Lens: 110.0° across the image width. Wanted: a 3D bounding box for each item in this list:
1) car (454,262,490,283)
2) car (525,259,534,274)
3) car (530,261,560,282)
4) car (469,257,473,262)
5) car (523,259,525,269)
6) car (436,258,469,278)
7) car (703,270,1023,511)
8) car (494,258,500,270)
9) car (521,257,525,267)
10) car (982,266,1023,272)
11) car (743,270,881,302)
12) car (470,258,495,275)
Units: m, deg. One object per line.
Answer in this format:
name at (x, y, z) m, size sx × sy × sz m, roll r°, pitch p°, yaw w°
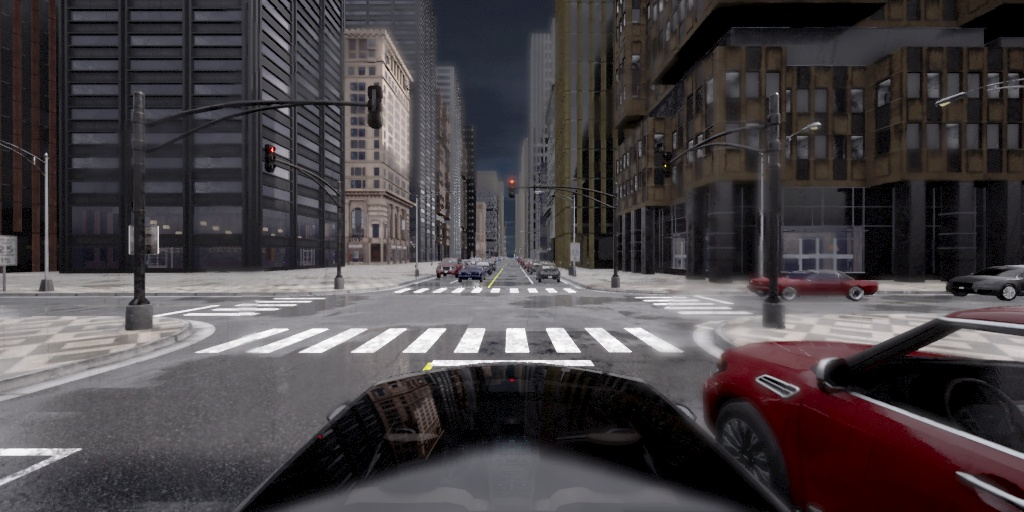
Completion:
car at (-3.090, 1.352, 28.447) m, size 1.895 × 1.301 × 4.718 m, roll 0°, pitch 0°, yaw 0°
car at (2.776, 1.303, 39.469) m, size 2.007 × 1.370 × 4.403 m, roll 0°, pitch 0°, yaw 0°
car at (2.772, 1.301, 28.188) m, size 2.007 × 1.370 × 4.403 m, roll 0°, pitch 0°, yaw 0°
car at (-5.749, 1.193, 39.464) m, size 1.967 × 1.591 × 4.097 m, roll 0°, pitch 0°, yaw 0°
car at (2.778, 1.299, 45.110) m, size 1.888 × 1.381 × 4.507 m, roll 0°, pitch 0°, yaw 0°
car at (-5.751, 1.066, 33.822) m, size 2.192 × 1.841 × 5.009 m, roll 0°, pitch 0°, yaw 0°
car at (2.762, 1.065, 1.215) m, size 2.192 × 1.841 × 5.009 m, roll 0°, pitch 0°, yaw 0°
car at (-3.076, 1.303, 48.784) m, size 2.033 × 1.411 × 5.357 m, roll 0°, pitch 0°, yaw 0°
car at (2.782, 1.198, 56.391) m, size 1.967 × 1.591 × 4.097 m, roll 0°, pitch 0°, yaw 0°
car at (22.959, 1.197, 16.404) m, size 4.892 × 1.490 × 1.837 m, roll 0°, pitch 0°, yaw 0°
car at (13.524, 1.314, 16.361) m, size 4.718 × 1.301 × 1.895 m, roll 0°, pitch 0°, yaw 0°
car at (-3.087, 1.278, 38.415) m, size 1.812 × 1.442 × 4.674 m, roll 0°, pitch 0°, yaw 0°
